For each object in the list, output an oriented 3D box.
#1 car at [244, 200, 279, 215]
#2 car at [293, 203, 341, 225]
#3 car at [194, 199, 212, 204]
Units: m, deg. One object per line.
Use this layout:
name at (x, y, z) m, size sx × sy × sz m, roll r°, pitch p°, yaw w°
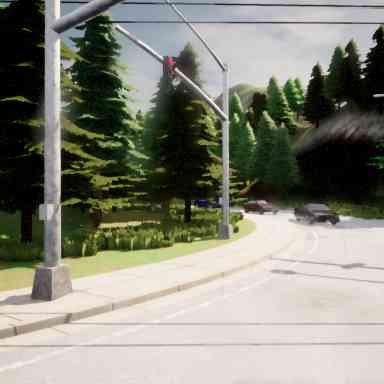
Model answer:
car at (7.048, 1.526, 34.579) m, size 1.812 × 1.442 × 4.674 m, roll 0°, pitch 0°, yaw -21°
car at (9.025, 1.547, 24.578) m, size 2.033 × 1.411 × 5.357 m, roll 0°, pitch 0°, yaw 1°
car at (2.225, 1.478, 43.626) m, size 1.882 × 1.535 × 5.008 m, roll 0°, pitch 0°, yaw -33°
